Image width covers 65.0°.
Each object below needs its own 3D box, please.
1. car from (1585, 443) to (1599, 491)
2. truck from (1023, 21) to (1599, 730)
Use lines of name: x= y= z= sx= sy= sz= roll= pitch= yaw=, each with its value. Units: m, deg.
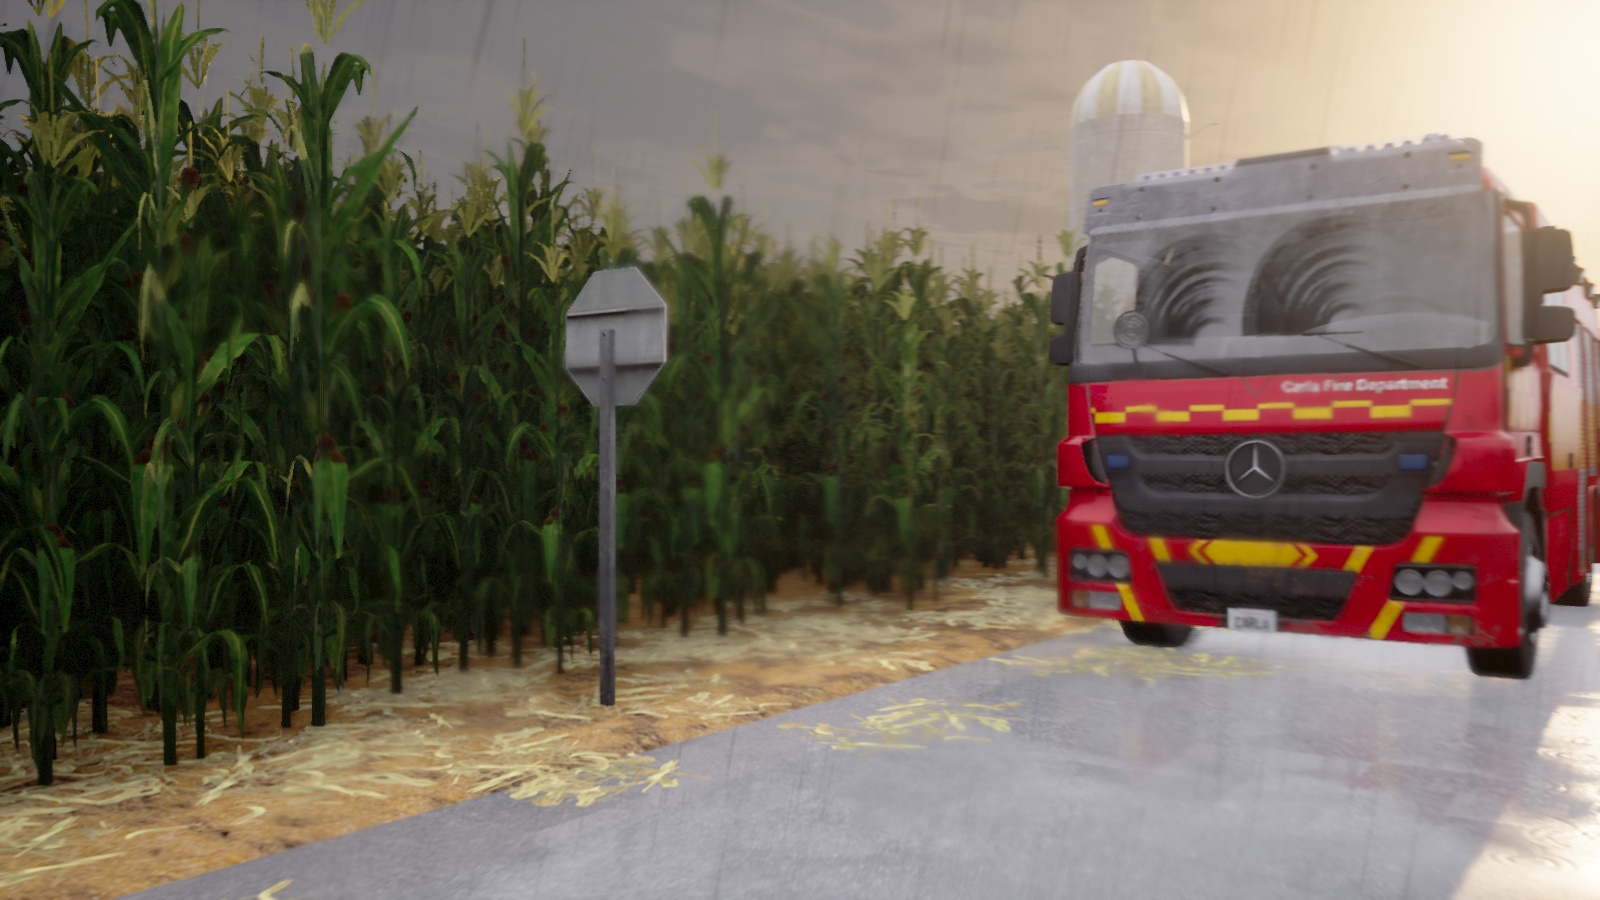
car: x=26.958 y=0.564 z=40.759 sx=2.128 sy=1.511 sz=4.902 roll=0 pitch=-1 yaw=36
truck: x=5.183 y=-0.379 z=11.042 sx=2.891 sy=3.827 sz=8.468 roll=-1 pitch=-1 yaw=36
